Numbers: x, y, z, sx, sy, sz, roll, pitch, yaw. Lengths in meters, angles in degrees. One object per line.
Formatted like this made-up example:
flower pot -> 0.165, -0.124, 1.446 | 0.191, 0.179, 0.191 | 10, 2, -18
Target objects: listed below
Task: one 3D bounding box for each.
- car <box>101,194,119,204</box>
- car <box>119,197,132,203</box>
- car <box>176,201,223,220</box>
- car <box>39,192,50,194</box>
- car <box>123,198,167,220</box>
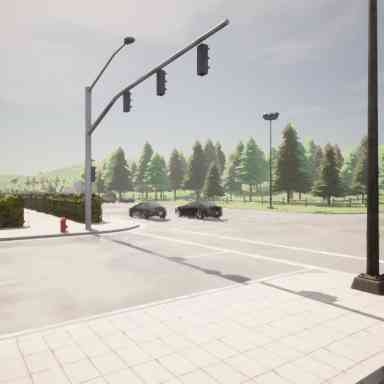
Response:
car -> -16.767, 1.600, 65.607 | 1.895, 1.301, 4.718 | 0, 0, -34
car -> -13.128, 1.600, 66.505 | 1.895, 1.301, 4.718 | 0, 0, -35
car -> 0.528, 1.477, 28.168 | 1.882, 1.535, 5.008 | 0, 0, -35
car -> -28.740, 1.224, 64.370 | 2.150, 2.045, 5.566 | 0, 0, -35
car -> -3.819, 1.525, 28.274 | 1.812, 1.442, 4.674 | 0, 0, -35
